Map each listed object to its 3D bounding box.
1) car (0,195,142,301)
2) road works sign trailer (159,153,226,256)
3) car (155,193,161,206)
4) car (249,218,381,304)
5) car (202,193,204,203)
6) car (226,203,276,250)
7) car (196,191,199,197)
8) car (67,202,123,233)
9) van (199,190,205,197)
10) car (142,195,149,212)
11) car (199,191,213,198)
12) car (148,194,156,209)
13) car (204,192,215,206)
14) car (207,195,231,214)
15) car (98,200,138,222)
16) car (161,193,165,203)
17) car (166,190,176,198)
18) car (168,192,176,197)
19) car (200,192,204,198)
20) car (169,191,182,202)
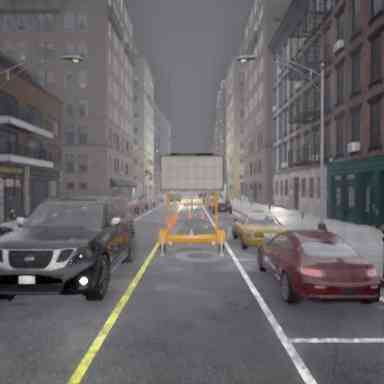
[{"bbox_3d":[-2.849,1.139,8.495,2.150,2.045,5.566,0,1,0],"label":"car"},{"bbox_3d":[0.002,0.344,12.540,2.380,3.560,2.880,0,1,0],"label":"road works sign trailer"},{"bbox_3d":[-5.382,1.041,41.773,1.967,1.590,4.097,0,1,0],"label":"car"},{"bbox_3d":[2.639,1.508,7.681,1.802,1.307,4.206,0,1,0],"label":"car"},{"bbox_3d":[2.643,1.147,41.774,1.887,1.381,4.507,0,1,0],"label":"car"},{"bbox_3d":[2.639,1.396,13.533,1.752,1.417,4.829,0,1,0],"label":"car"},{"bbox_3d":[2.712,0.547,80.190,2.192,1.841,5.009,0,1,0],"label":"car"},{"bbox_3d":[-5.385,1.363,19.046,1.887,1.381,4.507,0,1,0],"label":"car"},{"bbox_3d":[2.704,0.467,91.197,1.690,1.788,3.998,0,1,0],"label":"van"},{"bbox_3d":[-5.383,1.255,30.410,1.887,1.381,4.507,0,1,0],"label":"car"},{"bbox_3d":[2.645,0.808,53.135,2.192,1.841,5.009,0,1,0],"label":"car"},{"bbox_3d":[-5.383,1.222,36.092,1.947,1.339,4.313,0,1,0],"label":"car"},{"bbox_3d":[2.642,1.096,36.091,1.967,1.590,4.097,0,1,0],"label":"car"},{"bbox_3d":[2.642,1.255,30.409,1.887,1.381,4.507,0,1,0],"label":"car"},{"bbox_3d":[-5.384,1.315,24.728,2.008,1.369,4.403,0,1,0],"label":"car"},{"bbox_3d":[-5.380,0.932,53.137,1.967,1.590,4.097,0,1,0],"label":"car"},{"bbox_3d":[-5.407,0.493,85.694,2.192,1.841,5.009,0,1,0],"label":"car"},{"bbox_3d":[-5.404,0.691,91.199,1.947,1.339,4.313,0,1,0],"label":"car"},{"bbox_3d":[2.644,1.098,47.456,2.008,1.369,4.403,0,1,0],"label":"car"},{"bbox_3d":[-2.743,1.007,56.493,2.033,1.411,5.357,0,1,0],"label":"car"}]
